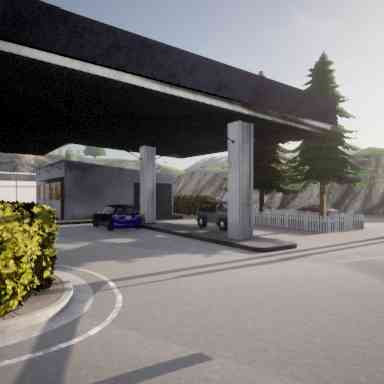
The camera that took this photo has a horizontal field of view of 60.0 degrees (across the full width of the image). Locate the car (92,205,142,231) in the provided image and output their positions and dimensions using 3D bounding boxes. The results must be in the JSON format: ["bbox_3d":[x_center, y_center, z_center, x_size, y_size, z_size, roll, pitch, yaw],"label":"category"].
[{"bbox_3d":[-5.197,1.671,22.767,2.242,1.667,4.611,0,0,-34],"label":"car"}]

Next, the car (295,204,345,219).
[{"bbox_3d":[10.910,1.755,28.495,1.994,1.385,4.181,0,0,-33],"label":"car"}]

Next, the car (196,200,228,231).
[{"bbox_3d":[1.918,1.504,22.275,1.905,1.878,3.866,0,0,-34],"label":"car"}]

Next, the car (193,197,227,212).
[{"bbox_3d":[2.198,1.544,41.976,2.097,1.767,4.553,0,0,-33],"label":"car"}]
